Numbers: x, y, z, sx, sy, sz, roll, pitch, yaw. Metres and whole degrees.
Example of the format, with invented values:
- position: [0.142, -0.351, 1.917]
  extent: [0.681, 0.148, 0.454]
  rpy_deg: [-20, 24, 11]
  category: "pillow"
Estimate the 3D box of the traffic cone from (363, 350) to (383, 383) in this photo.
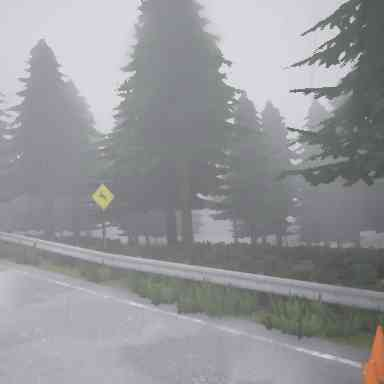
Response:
- position: [1.779, 1.956, 3.279]
  extent: [0.340, 0.580, 0.340]
  rpy_deg: [0, 0, 34]
  category: "traffic cone"

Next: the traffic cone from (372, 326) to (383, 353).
- position: [2.324, 1.956, 4.115]
  extent: [0.340, 0.580, 0.340]
  rpy_deg: [0, 0, 34]
  category: "traffic cone"
